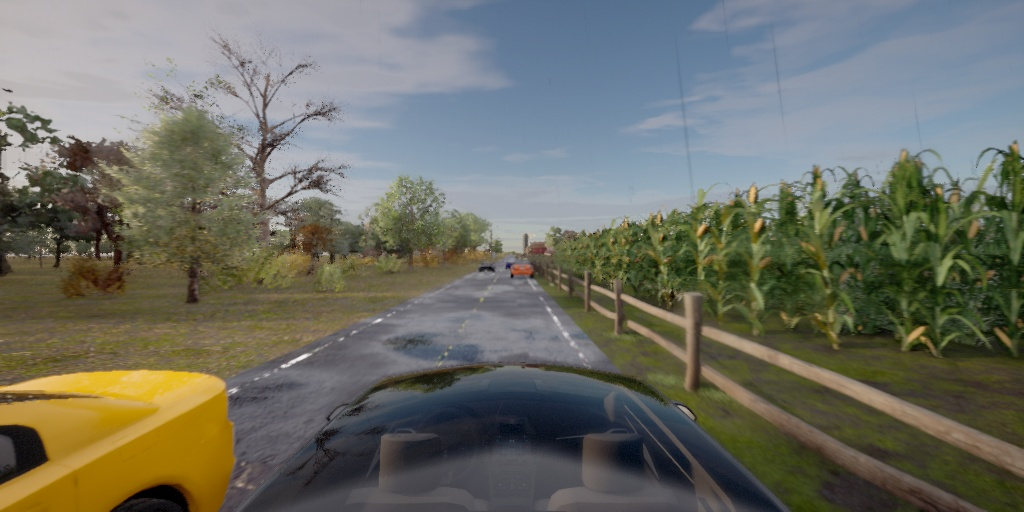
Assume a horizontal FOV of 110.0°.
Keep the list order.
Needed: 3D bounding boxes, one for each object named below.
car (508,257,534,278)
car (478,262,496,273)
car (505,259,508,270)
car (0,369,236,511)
[{"bbox_3d":[0.912,1.075,33.354,2.097,1.767,4.553,0,0,1],"label":"car"},{"bbox_3d":[-2.827,1.310,41.457,1.895,1.301,4.718,0,0,0],"label":"car"},{"bbox_3d":[0.022,1.165,52.405,1.882,1.535,5.008,0,0,0],"label":"car"},{"bbox_3d":[-2.850,1.228,0.364,1.882,1.535,5.008,0,0,0],"label":"car"}]
